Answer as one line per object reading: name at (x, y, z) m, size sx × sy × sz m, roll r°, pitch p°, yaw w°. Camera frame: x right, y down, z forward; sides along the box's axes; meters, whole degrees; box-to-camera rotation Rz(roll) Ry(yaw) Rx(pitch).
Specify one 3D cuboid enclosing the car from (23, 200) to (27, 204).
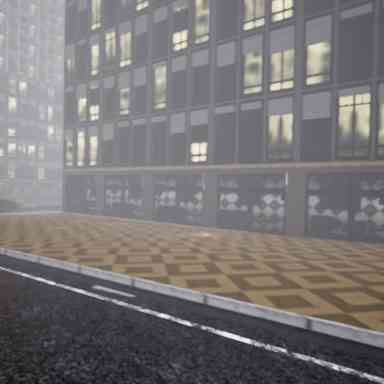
car at (-24.315, 1.201, 43.781) m, size 1.752 × 1.417 × 4.829 m, roll 1°, pitch 0°, yaw 37°

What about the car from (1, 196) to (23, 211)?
car at (-20.838, 1.159, 34.398) m, size 2.192 × 1.841 × 5.009 m, roll 1°, pitch 0°, yaw 37°
